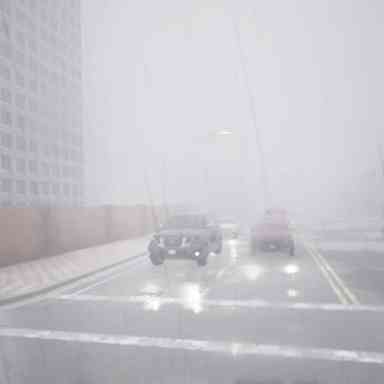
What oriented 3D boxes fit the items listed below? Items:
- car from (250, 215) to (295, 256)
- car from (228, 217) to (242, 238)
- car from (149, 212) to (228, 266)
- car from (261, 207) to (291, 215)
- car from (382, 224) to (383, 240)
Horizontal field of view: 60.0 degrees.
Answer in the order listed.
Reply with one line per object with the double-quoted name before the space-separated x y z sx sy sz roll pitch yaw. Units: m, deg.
"car" 4.007 2.138 16.422 1.882 1.535 5.008 -3 -3 15
"car" 2.670 2.622 25.052 1.812 1.442 4.674 -3 -3 15
"car" -0.042 1.941 14.836 2.150 2.045 5.566 -3 -3 15
"car" 7.293 2.343 28.845 2.150 2.045 5.566 -3 -3 15
"car" 11.589 2.014 17.645 1.837 1.490 4.892 -2 -3 16
